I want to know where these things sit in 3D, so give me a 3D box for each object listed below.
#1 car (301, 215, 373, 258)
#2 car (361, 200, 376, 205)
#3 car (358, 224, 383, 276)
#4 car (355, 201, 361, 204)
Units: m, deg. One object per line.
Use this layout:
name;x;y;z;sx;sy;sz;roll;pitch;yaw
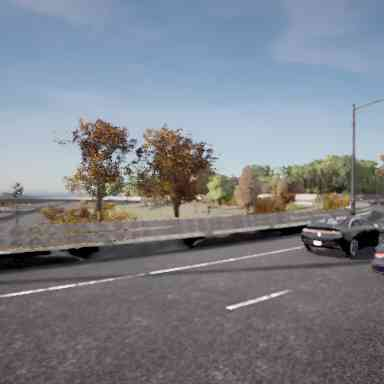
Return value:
car;6.409;1.701;13.882;4.902;1.511;2.128;1;-1;-43
car;43.811;2.717;84.649;2.033;1.411;5.357;0;-1;2
car;7.088;1.717;9.753;5.357;1.411;2.033;1;-1;-42
car;40.319;2.650;84.877;1.837;1.490;4.892;0;-1;2
